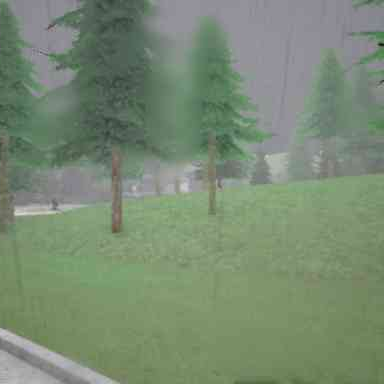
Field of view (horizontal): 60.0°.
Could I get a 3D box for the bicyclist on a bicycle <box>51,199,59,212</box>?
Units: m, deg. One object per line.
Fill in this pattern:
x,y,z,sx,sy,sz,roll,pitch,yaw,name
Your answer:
-16.421,1.630,39.766,1.656,1.620,0.582,-1,-1,35,bicyclist on a bicycle

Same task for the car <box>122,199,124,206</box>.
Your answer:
-11.347,1.906,60.172,2.128,1.511,4.902,-1,0,35,car

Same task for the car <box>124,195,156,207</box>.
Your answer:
-8.641,1.597,57.945,2.150,2.045,5.566,-1,0,35,car

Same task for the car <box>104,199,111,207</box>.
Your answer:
-14.107,1.924,62.330,1.882,1.535,5.008,-1,0,35,car

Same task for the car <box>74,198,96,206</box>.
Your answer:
-22.548,2.079,70.329,2.128,1.511,4.902,-1,0,35,car
